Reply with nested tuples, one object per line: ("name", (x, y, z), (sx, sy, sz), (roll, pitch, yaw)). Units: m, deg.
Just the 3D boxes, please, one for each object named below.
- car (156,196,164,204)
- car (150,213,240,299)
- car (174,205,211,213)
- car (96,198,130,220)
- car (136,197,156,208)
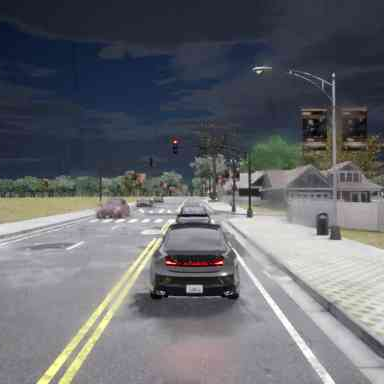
("car", (-6.632, 1.568, 65.780), (1.994, 1.385, 4.181), (0, 0, 0))
("car", (0.071, 1.510, 8.451), (1.837, 1.490, 4.892), (0, 0, 1))
("car", (0.048, 1.501, 18.720), (2.128, 1.511, 4.902), (0, 0, -2))
("car", (-6.640, 1.363, 28.313), (2.097, 1.767, 4.553), (0, 0, 0))
("car", (-6.664, 1.572, 47.196), (1.994, 1.385, 4.181), (0, 0, 0))
